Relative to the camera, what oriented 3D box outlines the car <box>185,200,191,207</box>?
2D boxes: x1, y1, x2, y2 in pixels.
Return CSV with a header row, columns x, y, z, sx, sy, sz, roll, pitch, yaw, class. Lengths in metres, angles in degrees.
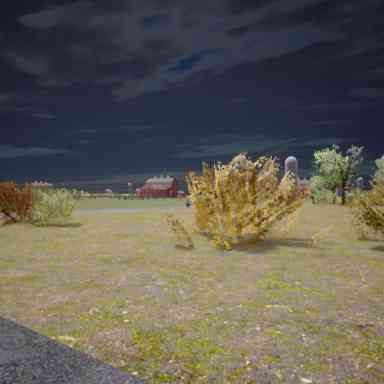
x,y,z,sx,sy,sz,roll,pitch,yaw,class
0.701,2.065,62.467,1.837,1.490,4.892,-1,-1,36,car
